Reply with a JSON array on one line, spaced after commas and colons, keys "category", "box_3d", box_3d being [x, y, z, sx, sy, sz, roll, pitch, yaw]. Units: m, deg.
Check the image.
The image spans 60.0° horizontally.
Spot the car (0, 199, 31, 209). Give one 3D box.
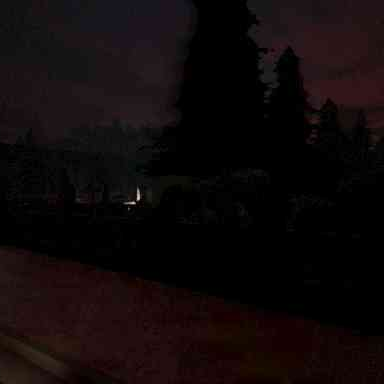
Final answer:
[{"category": "car", "box_3d": [-25.029, 1.601, 45.955, 1.895, 1.301, 4.718, 0, 0, 36]}]

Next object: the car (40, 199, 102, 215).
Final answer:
[{"category": "car", "box_3d": [-10.580, 1.601, 29.735, 1.895, 1.301, 4.718, 0, 0, 36]}]

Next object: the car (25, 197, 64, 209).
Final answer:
[{"category": "car", "box_3d": [-20.454, 1.526, 46.320, 1.812, 1.442, 4.674, 0, 0, 36]}]

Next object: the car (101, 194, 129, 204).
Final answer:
[{"category": "car", "box_3d": [-14.068, 1.186, 61.221, 1.837, 1.490, 4.892, 0, 3, 36]}]

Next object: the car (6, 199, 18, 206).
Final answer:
[{"category": "car", "box_3d": [-17.154, 1.477, 26.607, 1.882, 1.535, 5.008, 0, 0, 36]}]

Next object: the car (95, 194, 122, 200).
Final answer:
[{"category": "car", "box_3d": [-14.557, 1.391, 54.546, 2.128, 1.511, 4.902, 0, 2, 36]}]

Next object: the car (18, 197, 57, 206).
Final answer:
[{"category": "car", "box_3d": [-15.709, 1.351, 34.589, 2.097, 1.767, 4.553, 0, 0, 36]}]
